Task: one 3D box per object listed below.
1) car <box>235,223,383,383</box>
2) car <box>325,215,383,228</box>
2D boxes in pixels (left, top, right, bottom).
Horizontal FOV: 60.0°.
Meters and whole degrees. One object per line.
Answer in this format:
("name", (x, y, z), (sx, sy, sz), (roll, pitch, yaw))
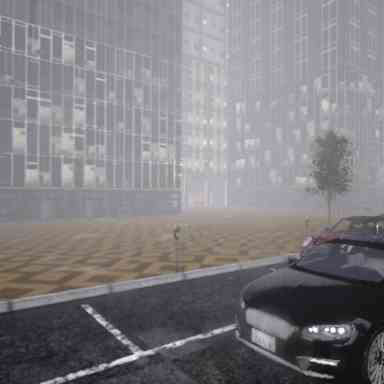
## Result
("car", (2.853, 1.518, 5.393), (4.902, 1.511, 2.128), (0, 0, -35))
("car", (5.209, 1.489, 10.279), (4.097, 1.590, 1.967), (0, 0, -36))
